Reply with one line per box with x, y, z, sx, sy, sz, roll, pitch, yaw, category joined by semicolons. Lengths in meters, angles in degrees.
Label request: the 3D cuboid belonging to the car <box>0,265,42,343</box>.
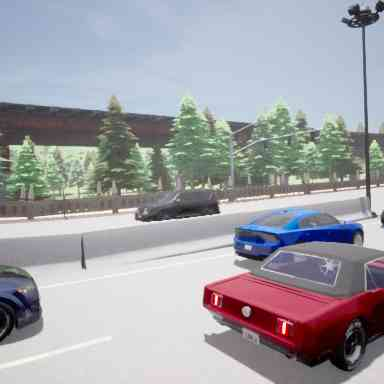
-4.496;1.563;4.842;4.181;1.385;1.994;0;0;-36;car

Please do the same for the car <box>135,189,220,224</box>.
-0.766;0.927;20.697;5.566;2.045;2.150;-4;2;-36;car

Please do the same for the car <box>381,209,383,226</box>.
10.833;0.880;15.870;4.181;1.385;1.994;-4;2;-36;car

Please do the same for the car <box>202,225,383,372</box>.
2.566;1.528;5.602;4.718;1.301;1.895;-2;1;-36;car

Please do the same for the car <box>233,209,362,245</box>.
3.553;1.283;10.625;5.008;1.535;1.882;-3;2;-36;car
